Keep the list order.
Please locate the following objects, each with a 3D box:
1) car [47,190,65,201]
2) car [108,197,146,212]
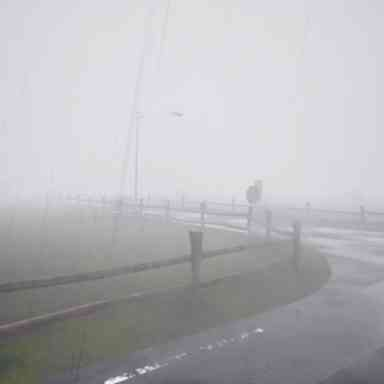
[{"bbox_3d":[-22.504,0.527,54.640,2.097,1.767,4.553,1,0,-36],"label":"car"},{"bbox_3d":[-6.459,1.148,32.535,2.033,1.411,5.357,1,0,-36],"label":"car"}]
